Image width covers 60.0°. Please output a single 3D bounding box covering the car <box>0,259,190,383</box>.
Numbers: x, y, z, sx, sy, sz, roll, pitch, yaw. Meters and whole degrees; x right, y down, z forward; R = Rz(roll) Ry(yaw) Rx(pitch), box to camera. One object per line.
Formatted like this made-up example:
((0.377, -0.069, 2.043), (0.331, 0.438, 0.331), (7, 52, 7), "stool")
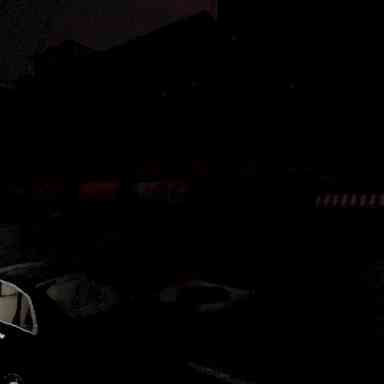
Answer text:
((-2.076, 1.569, 4.303), (4.403, 1.369, 2.008), (0, -1, 36), "car")
